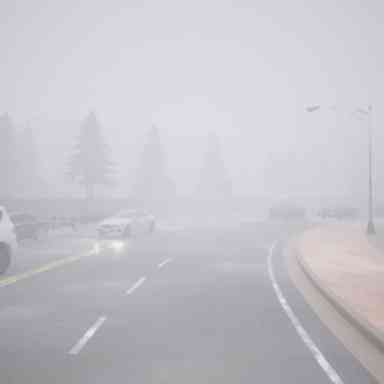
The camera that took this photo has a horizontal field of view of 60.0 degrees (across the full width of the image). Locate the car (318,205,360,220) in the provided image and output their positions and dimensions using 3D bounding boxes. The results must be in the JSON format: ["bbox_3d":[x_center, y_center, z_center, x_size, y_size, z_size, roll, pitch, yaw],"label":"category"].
[{"bbox_3d":[14.695,2.089,33.513,4.718,1.301,1.895,1,-1,-40],"label":"car"}]

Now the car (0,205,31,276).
[{"bbox_3d":[-6.580,1.331,7.870,2.150,2.045,5.566,0,-1,7],"label":"car"}]

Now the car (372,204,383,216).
[{"bbox_3d":[23.159,2.119,38.891,5.357,1.411,2.033,0,-1,-24],"label":"car"}]

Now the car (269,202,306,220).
[{"bbox_3d":[9.691,1.838,33.645,2.097,1.767,4.553,-1,-1,44],"label":"car"}]

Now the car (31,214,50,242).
[{"bbox_3d":[-8.747,1.721,15.450,1.837,1.490,4.892,0,-2,16],"label":"car"}]

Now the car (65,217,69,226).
[{"bbox_3d":[-7.063,1.614,21.488,1.895,1.301,4.718,0,-1,21],"label":"car"}]

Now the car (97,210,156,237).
[{"bbox_3d":[-3.797,1.811,20.226,1.812,1.442,4.674,0,-1,21],"label":"car"}]
